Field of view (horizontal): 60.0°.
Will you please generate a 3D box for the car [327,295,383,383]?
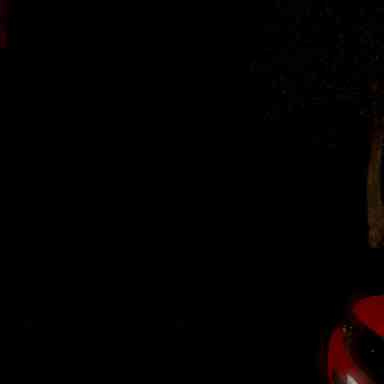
[{"bbox_3d":[4.208,1.519,2.888,5.566,2.045,2.150,3,-2,1],"label":"car"}]
